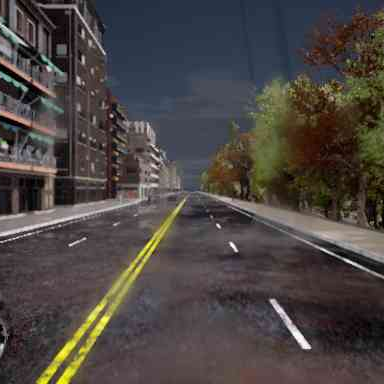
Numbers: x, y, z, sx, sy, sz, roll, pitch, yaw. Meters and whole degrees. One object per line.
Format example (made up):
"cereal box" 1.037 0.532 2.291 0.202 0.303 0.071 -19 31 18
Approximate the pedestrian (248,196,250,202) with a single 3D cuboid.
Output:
"pedestrian" 10.024 1.188 57.898 0.500 1.100 0.500 0 0 0

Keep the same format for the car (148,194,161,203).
"car" -6.486 1.042 57.581 2.128 1.511 4.902 0 0 0

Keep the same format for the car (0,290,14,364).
"car" -3.350 1.541 2.687 1.994 1.385 4.181 0 0 0

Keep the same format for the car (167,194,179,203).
"car" -3.238 1.117 57.543 1.994 1.385 4.181 0 0 0

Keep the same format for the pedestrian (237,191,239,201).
"pedestrian" 8.025 0.679 58.495 0.375 1.860 0.375 0 0 0

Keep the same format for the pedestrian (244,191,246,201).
"pedestrian" 9.025 0.688 57.295 0.375 1.860 0.375 0 0 0
